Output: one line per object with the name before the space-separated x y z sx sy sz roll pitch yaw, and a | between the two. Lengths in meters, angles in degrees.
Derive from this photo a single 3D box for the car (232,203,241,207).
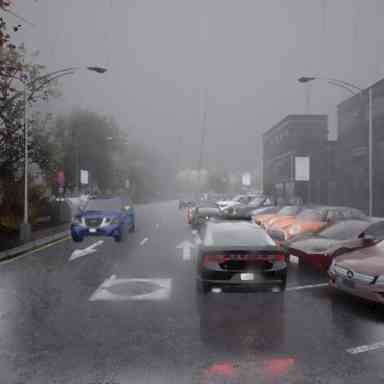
car | 5.003 1.538 19.235 4.674 1.452 2.002 1 0 -21

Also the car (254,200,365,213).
car | 5.130 1.366 13.239 4.553 1.767 2.185 1 0 -21

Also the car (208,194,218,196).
car | 4.810 1.270 31.229 5.566 2.045 2.435 1 0 -21

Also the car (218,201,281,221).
car | 4.847 1.544 28.227 4.792 1.488 2.163 1 0 -21

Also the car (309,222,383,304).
car | 5.196 1.527 7.228 4.674 1.452 2.002 1 0 -21

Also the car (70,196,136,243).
car | -4.163 1.230 16.514 2.150 2.045 5.566 0 0 -1

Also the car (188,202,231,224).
car | 0.860 1.518 18.873 1.837 1.490 4.892 0 0 -1

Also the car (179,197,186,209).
car | -0.750 1.440 46.807 2.097 1.767 4.553 0 0 0

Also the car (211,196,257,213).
car | 4.714 1.413 37.242 4.553 1.767 2.185 1 0 -21

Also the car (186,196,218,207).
car | 0.769 1.373 24.843 2.097 1.767 4.553 0 0 -1

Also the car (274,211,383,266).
car | 5.117 1.517 10.218 4.792 1.488 2.163 1 0 -21

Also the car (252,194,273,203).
car | 16.999 1.462 80.513 2.435 2.045 5.566 0 0 -22

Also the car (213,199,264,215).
car | 4.764 1.560 34.228 4.792 1.488 2.163 1 0 -21

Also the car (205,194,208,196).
car | 4.642 1.446 46.260 4.553 1.767 2.185 1 0 -21

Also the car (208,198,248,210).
car | 4.656 1.600 43.251 4.674 1.452 2.002 1 0 -21

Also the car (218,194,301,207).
car | 4.953 1.251 22.213 5.566 2.045 2.435 1 0 -21

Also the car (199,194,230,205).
car | 4.312 1.390 64.298 5.566 2.045 2.435 1 -1 -21

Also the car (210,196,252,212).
car | 4.669 1.423 40.243 4.553 1.767 2.185 1 0 -21

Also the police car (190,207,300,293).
police car | 1.019 1.427 8.984 1.930 1.638 5.238 0 0 -1

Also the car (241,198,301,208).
car | 5.084 1.369 16.240 4.553 1.767 2.185 1 0 -21

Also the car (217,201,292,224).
car | 4.746 1.503 25.168 5.366 1.575 1.946 1 0 -21
